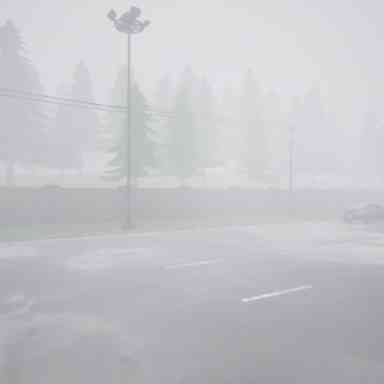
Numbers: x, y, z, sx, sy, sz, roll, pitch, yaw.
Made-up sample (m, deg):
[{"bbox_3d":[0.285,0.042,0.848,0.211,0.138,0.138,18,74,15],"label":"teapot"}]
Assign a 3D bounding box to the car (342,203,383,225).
[{"bbox_3d":[12.843,1.525,24.133,4.674,1.442,1.812,0,0,-31],"label":"car"}]
